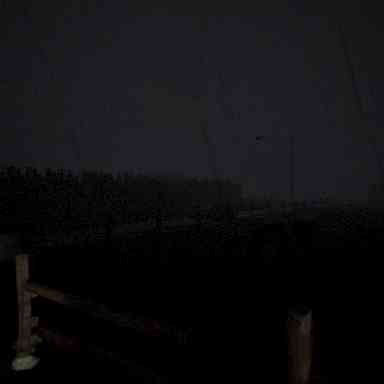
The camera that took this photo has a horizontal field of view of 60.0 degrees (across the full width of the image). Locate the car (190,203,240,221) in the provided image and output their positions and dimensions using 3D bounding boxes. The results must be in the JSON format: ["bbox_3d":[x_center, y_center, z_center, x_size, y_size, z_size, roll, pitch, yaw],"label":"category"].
[{"bbox_3d":[1.894,1.569,26.704,2.033,1.411,5.357,0,0,35],"label":"car"}]
